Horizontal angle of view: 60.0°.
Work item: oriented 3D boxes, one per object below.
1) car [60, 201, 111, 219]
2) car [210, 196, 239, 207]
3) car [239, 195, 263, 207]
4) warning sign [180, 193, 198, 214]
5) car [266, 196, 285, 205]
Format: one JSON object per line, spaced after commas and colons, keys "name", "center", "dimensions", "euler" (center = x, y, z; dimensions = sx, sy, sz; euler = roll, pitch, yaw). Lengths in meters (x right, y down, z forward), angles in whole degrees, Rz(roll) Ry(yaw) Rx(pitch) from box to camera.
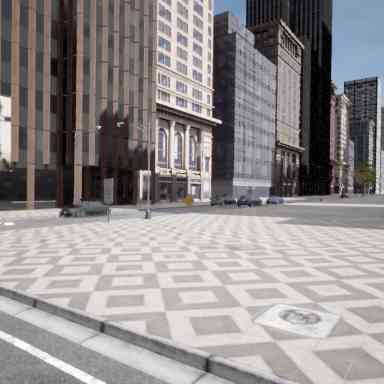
{"name": "car", "center": [-9.025, 1.453, 28.400], "dimensions": [1.994, 1.385, 4.181], "euler": [1, 1, 35]}
{"name": "car", "center": [4.397, 1.304, 47.286], "dimensions": [1.837, 1.490, 4.892], "euler": [1, 0, 36]}
{"name": "car", "center": [8.345, 1.192, 47.474], "dimensions": [2.097, 1.767, 4.553], "euler": [1, 1, 36]}
{"name": "warning sign", "center": [-0.267, 1.076, 30.695], "dimensions": [1.300, 1.860, 1.060], "euler": [1, 1, 35]}
{"name": "car", "center": [13.948, 1.361, 55.478], "dimensions": [1.994, 1.385, 4.181], "euler": [1, 1, 35]}
